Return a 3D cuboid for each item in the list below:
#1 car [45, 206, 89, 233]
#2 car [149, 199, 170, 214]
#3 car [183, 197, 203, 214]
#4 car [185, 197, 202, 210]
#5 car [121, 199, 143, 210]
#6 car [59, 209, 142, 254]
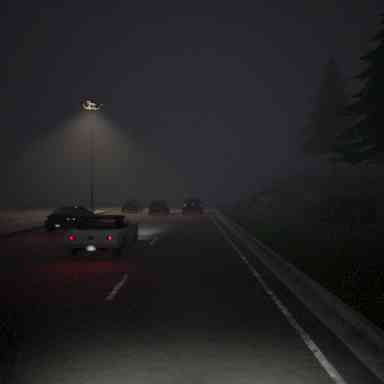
[{"bbox_3d":[-6.898,1.525,19.381,1.812,1.442,4.674,0,0,0],"label":"car"},{"bbox_3d":[-3.394,1.477,35.293,1.882,1.535,5.008,0,0,0],"label":"car"},{"bbox_3d":[0.101,1.352,35.367,2.097,1.767,4.553,0,0,0],"label":"car"},{"bbox_3d":[0.271,1.491,44.578,2.128,1.511,4.902,0,0,2],"label":"car"},{"bbox_3d":[-6.873,1.526,38.455,1.812,1.442,4.674,0,0,0],"label":"car"},{"bbox_3d":[-3.398,1.601,13.450,1.895,1.301,4.718,0,0,0],"label":"car"}]
